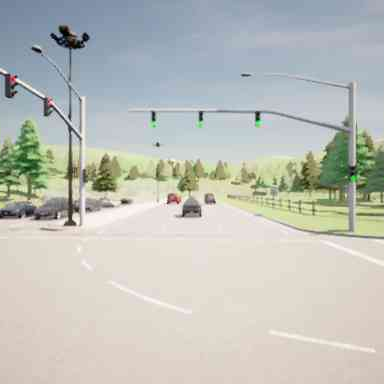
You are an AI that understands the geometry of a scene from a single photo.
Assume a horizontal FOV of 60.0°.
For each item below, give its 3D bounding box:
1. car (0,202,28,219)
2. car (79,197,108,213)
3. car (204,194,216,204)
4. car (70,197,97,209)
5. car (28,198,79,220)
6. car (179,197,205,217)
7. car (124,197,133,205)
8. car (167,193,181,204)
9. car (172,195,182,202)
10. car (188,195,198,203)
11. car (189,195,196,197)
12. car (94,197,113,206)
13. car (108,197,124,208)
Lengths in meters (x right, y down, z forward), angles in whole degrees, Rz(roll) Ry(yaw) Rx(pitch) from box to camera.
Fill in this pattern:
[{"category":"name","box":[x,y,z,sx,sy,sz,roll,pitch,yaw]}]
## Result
[{"category":"car","box":[-15.095,1.560,29.088,1.994,1.385,4.181,0,0,1]},{"category":"car","box":[-11.606,1.543,37.996,2.033,1.411,5.357,0,0,0]},{"category":"car","box":[3.523,1.542,61.671,2.033,1.411,5.357,0,0,1]},{"category":"car","box":[-15.082,1.486,46.473,2.128,1.511,4.902,0,0,0]},{"category":"car","box":[-11.606,1.501,28.257,1.837,1.490,4.892,0,0,0]},{"category":"car","box":[-0.007,1.501,31.067,1.837,1.490,4.892,0,0,0]},{"category":"car","box":[-11.509,1.594,57.773,1.895,1.301,4.718,0,0,0]},{"category":"car","box":[-3.476,1.215,61.703,2.150,2.045,5.566,0,0,1]},{"category":"car","box":[-3.256,1.412,72.448,1.882,1.535,5.008,0,0,1]},{"category":"car","box":[0.243,1.459,72.356,2.128,1.511,4.902,0,0,1]},{"category":"car","box":[0.027,1.471,62.086,1.882,1.535,5.008,0,0,1]},{"category":"car","box":[-15.009,1.594,56.616,1.895,1.301,4.718,0,0,0]},{"category":"car","box":[-11.588,1.595,47.580,1.895,1.301,4.718,0,0,1]}]
